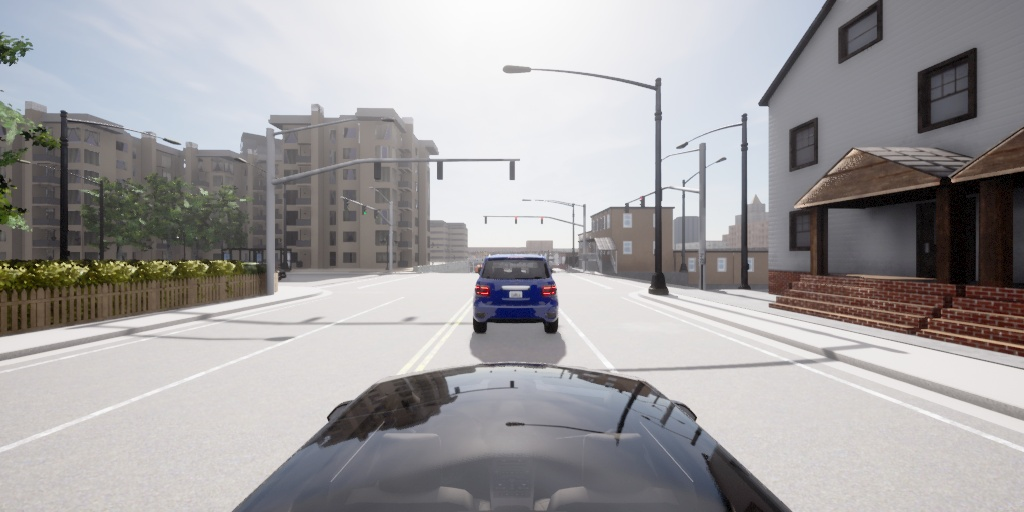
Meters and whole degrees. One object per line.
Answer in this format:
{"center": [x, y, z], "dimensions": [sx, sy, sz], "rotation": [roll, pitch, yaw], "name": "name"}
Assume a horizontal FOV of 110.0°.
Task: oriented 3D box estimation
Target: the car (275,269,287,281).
{"center": [-20.346, 1.255, 28.079], "dimensions": [4.892, 1.490, 1.837], "rotation": [0, 0, 1], "name": "car"}

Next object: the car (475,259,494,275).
{"center": [-3.561, 1.506, 46.897], "dimensions": [2.097, 1.767, 4.553], "rotation": [1, -5, 0], "name": "car"}

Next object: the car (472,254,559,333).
{"center": [0.101, 0.971, 10.877], "dimensions": [2.150, 2.045, 5.566], "rotation": [0, 0, 0], "name": "car"}
